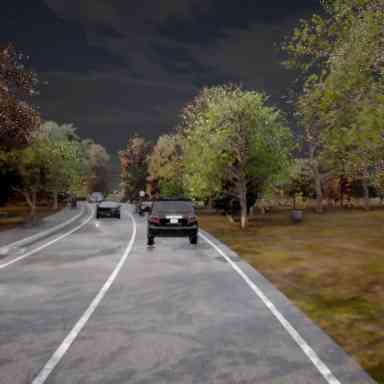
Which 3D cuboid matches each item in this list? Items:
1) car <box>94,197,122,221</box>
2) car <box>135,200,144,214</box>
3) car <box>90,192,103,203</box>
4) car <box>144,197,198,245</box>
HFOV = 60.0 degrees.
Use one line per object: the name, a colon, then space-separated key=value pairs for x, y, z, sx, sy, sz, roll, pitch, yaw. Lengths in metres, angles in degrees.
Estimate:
car: x=-6.821 y=1.440 z=27.424 sx=1.882 sy=1.535 sz=5.008 roll=1 pitch=0 yaw=-13
car: x=-4.826 y=1.561 z=34.828 sx=2.033 sy=1.411 sz=5.357 roll=1 pitch=0 yaw=-15
car: x=-18.995 y=1.046 z=66.019 sx=2.150 sy=2.045 sz=5.566 roll=1 pitch=0 yaw=-19
car: x=-1.044 y=1.236 z=15.871 sx=2.150 sy=2.045 sz=5.566 roll=0 pitch=0 yaw=-7
